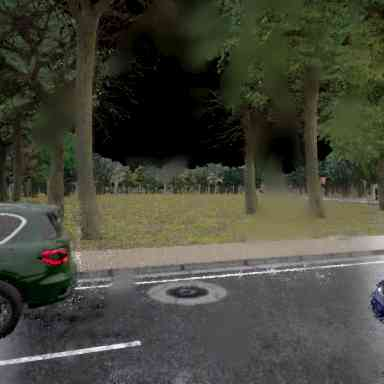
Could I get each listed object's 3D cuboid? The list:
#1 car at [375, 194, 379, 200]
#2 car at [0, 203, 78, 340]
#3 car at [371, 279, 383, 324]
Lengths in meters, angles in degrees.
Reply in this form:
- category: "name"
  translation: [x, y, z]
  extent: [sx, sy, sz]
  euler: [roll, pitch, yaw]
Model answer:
- category: "car"
  translation: [45.225, 1.253, 80.036]
  extent: [1.994, 1.385, 4.181]
  euler: [0, 0, 5]
- category: "car"
  translation: [-4.800, 1.222, 5.414]
  extent: [5.566, 2.045, 2.150]
  euler: [0, 0, -19]
- category: "car"
  translation: [5.171, 1.526, 5.335]
  extent: [4.674, 1.442, 1.812]
  euler: [0, 0, -19]
